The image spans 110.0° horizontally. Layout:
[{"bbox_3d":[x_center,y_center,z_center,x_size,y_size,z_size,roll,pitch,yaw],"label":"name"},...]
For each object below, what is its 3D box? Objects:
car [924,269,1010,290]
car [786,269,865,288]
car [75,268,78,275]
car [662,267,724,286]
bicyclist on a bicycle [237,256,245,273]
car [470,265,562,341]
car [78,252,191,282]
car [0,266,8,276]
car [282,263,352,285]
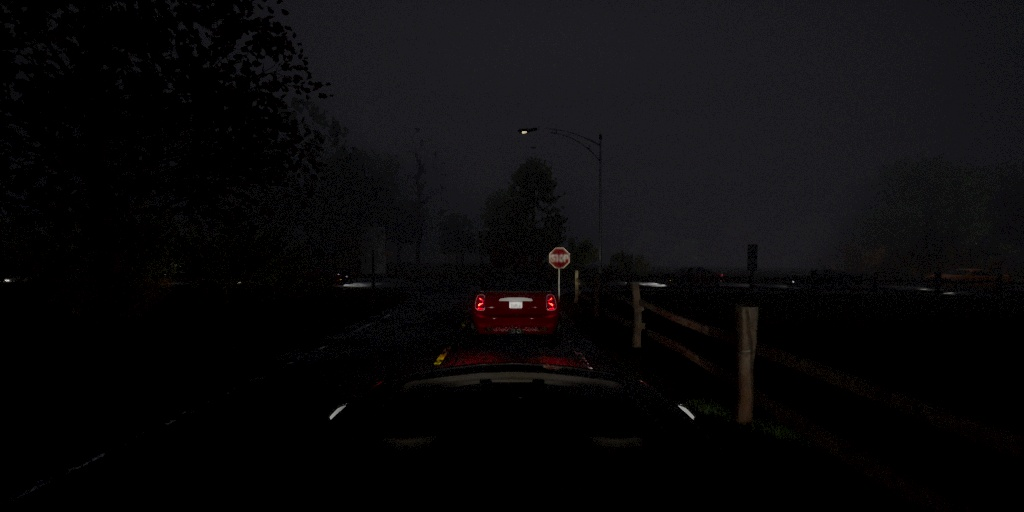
[{"bbox_3d":[34.320,1.705,27.119,5.008,1.535,1.882,1,1,0],"label":"car"},{"bbox_3d":[23.483,1.672,27.118,4.718,1.301,1.895,1,1,0],"label":"car"},{"bbox_3d":[-29.666,0.830,26.903,4.892,1.490,1.837,1,1,0],"label":"car"},{"bbox_3d":[13.614,1.494,27.111,4.181,1.385,1.994,1,1,-1],"label":"car"},{"bbox_3d":[-22.734,0.846,29.983,0.582,1.620,1.656,1,0,0],"label":"bicyclist on a bicycle"},{"bbox_3d":[0.081,1.099,10.015,2.097,1.767,4.553,0,0,0],"label":"car"},{"bbox_3d":[-24.817,0.656,23.988,5.566,2.045,2.150,1,1,0],"label":"car"},{"bbox_3d":[-36.978,0.626,23.916,4.553,1.767,2.097,1,1,0],"label":"car"},{"bbox_3d":[-13.001,1.166,23.949,4.181,1.385,1.994,1,1,2],"label":"car"}]
